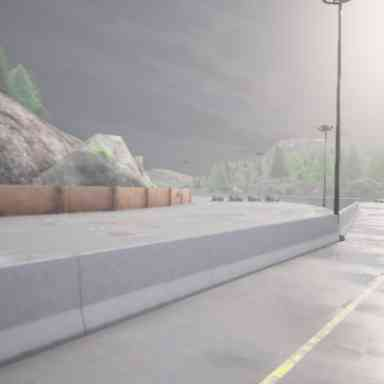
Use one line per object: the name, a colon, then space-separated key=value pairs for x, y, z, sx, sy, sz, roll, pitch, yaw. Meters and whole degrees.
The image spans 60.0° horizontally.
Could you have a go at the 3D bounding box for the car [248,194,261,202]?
car: x=11.901 y=1.192 z=63.490 sx=1.812 sy=1.442 sz=4.674 roll=1 pitch=0 yaw=-3

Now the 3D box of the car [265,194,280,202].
car: x=15.393 y=1.206 z=63.786 sx=2.128 sy=1.511 sz=4.902 roll=1 pitch=0 yaw=-3

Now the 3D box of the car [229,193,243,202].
car: x=8.404 y=0.965 z=63.575 sx=2.097 sy=1.767 sz=4.553 roll=1 pitch=1 yaw=-3

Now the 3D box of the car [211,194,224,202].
car: x=4.914 y=1.097 z=63.056 sx=1.812 sy=1.442 sz=4.674 roll=1 pitch=0 yaw=-3
